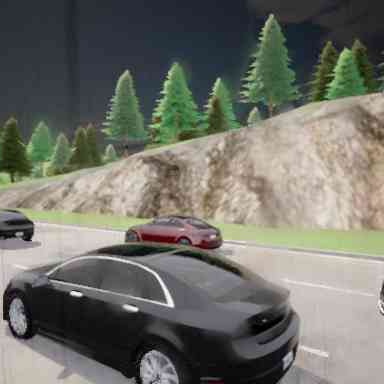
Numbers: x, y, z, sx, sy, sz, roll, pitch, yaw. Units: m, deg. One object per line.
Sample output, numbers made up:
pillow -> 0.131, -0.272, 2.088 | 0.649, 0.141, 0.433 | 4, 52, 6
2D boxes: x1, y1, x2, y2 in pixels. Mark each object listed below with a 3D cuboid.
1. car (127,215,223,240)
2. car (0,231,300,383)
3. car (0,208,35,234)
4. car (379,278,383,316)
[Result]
car -> -0.817, 1.633, 13.591 | 4.181, 1.385, 1.994 | 0, 0, 37
car -> -0.942, 1.529, 4.958 | 4.892, 1.490, 1.837 | 0, 0, 36
car -> -9.274, 1.549, 15.663 | 4.892, 1.490, 1.837 | 0, 0, 38
car -> 5.439, 1.553, 4.703 | 4.892, 1.490, 1.837 | 0, 0, 34
